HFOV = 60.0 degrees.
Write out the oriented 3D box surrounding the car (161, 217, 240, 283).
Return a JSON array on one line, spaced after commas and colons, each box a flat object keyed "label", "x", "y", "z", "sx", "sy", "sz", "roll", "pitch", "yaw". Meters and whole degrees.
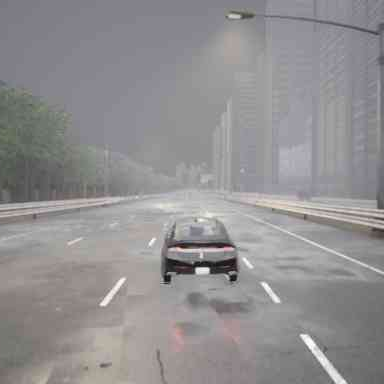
[{"label": "car", "x": 0.136, "y": 1.466, "z": 9.559, "sx": 2.128, "sy": 1.511, "sz": 4.902, "roll": 0, "pitch": 0, "yaw": -2}]
